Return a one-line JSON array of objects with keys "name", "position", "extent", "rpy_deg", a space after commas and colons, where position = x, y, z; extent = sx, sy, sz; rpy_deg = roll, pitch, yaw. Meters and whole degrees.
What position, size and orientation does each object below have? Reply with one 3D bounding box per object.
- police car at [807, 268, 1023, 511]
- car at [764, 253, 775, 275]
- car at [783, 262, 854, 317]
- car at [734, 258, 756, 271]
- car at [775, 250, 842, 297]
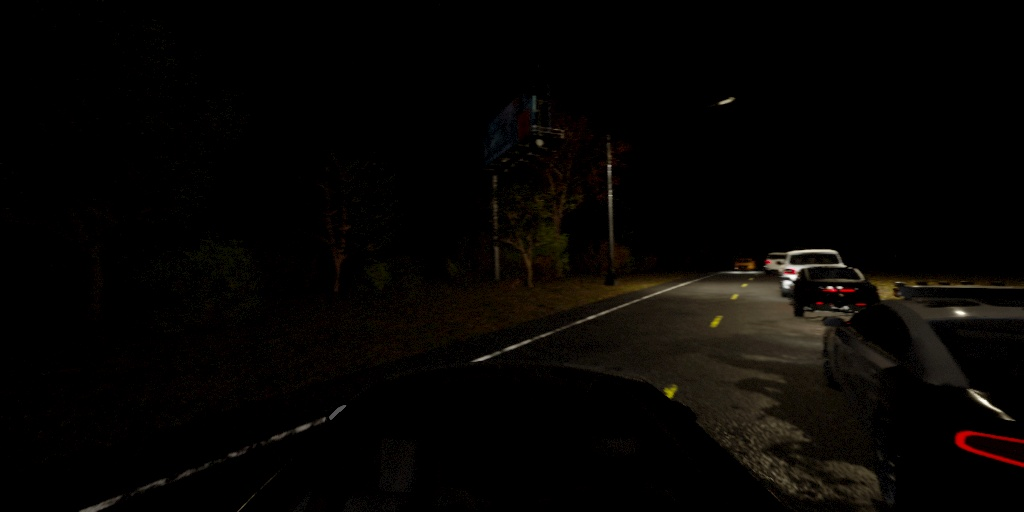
[{"name": "police car", "position": [4.431, 1.067, 3.435], "extent": [1.930, 1.638, 5.238], "rpy_deg": [-2, -1, 35]}, {"name": "car", "position": [25.791, 0.709, 34.556], "extent": [2.150, 2.045, 5.566], "rpy_deg": [-2, -1, 38]}, {"name": "car", "position": [10.087, 1.076, 11.510], "extent": [1.837, 1.490, 4.892], "rpy_deg": [-2, -1, 35]}, {"name": "car", "position": [28.257, 1.036, 43.476], "extent": [1.882, 1.535, 5.008], "rpy_deg": [-2, -1, 38]}, {"name": "car", "position": [13.576, 0.760, 16.401], "extent": [2.150, 2.045, 5.566], "rpy_deg": [-2, -1, 36]}]
